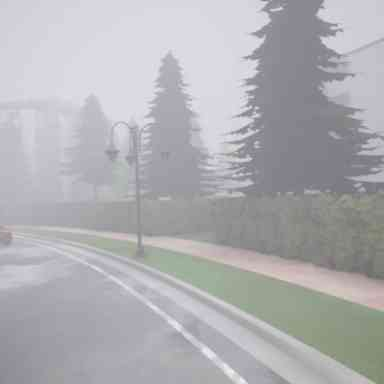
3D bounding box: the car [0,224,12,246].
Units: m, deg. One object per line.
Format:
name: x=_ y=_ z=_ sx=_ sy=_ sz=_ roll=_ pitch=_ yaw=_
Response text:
car: x=-11.237 y=2.177 z=17.834 sx=1.994 sy=1.385 sz=4.181 roll=-2 pitch=-1 yaw=-44
